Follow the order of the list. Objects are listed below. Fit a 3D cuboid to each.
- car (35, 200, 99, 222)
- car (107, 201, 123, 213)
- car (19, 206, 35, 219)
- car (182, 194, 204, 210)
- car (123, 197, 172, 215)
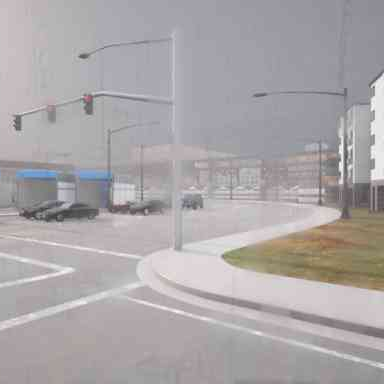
[{"bbox_3d":[-9.590,1.526,26.544,1.812,1.442,4.674,0,0,36],"label":"car"},{"bbox_3d":[-7.067,1.601,36.378,1.895,1.301,4.718,0,0,30],"label":"car"},{"bbox_3d":[-12.299,1.505,28.770,1.837,1.490,4.892,0,0,36],"label":"car"},{"bbox_3d":[-0.030,1.221,43.744,2.150,2.045,5.566,0,0,16],"label":"car"},{"bbox_3d":[-4.459,1.505,34.031,1.837,1.490,4.892,0,0,30],"label":"car"}]
